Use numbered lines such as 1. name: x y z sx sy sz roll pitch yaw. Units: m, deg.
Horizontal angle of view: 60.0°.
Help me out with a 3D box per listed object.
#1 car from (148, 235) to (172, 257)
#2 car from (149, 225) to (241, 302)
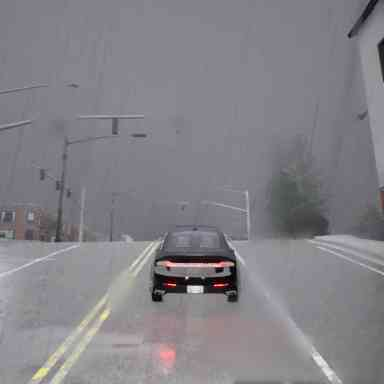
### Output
1. car: -3.592 6.325 38.237 2.150 2.045 5.566 0 -14 0
2. car: 0.077 1.595 8.501 2.128 1.511 4.902 0 -1 0
